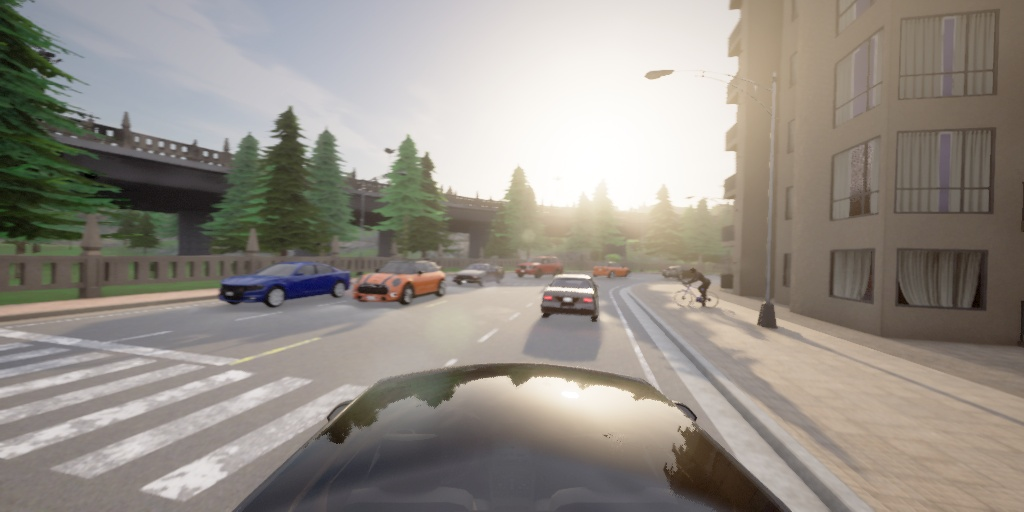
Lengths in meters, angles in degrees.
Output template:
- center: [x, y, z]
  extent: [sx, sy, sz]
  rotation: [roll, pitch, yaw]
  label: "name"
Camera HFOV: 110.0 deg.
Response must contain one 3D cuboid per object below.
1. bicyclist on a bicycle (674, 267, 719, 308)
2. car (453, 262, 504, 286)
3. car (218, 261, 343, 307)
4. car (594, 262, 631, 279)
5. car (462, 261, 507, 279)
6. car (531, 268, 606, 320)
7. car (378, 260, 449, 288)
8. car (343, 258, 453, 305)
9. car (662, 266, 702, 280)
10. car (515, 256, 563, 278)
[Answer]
- center: [7.429, 1.273, 14.429]
  extent: [1.656, 1.620, 0.582]
  rotation: [2, 0, 13]
  label: "bicyclist on a bicycle"
- center: [-2.110, 1.213, 24.450]
  extent: [2.033, 1.411, 5.357]
  rotation: [2, 0, 18]
  label: "car"
- center: [-8.452, 0.954, 13.897]
  extent: [1.882, 1.535, 5.008]
  rotation: [2, 0, 13]
  label: "car"
- center: [10.332, 1.394, 36.931]
  extent: [4.553, 1.767, 2.097]
  rotation: [2, 0, -43]
  label: "car"
- center: [-2.419, 1.212, 32.208]
  extent: [1.994, 1.385, 4.181]
  rotation: [2, 0, 29]
  label: "car"
- center: [2.212, 1.358, 13.064]
  extent: [2.033, 1.411, 5.357]
  rotation: [2, 0, 13]
  label: "car"
- center: [-6.113, 1.033, 22.990]
  extent: [2.128, 1.511, 4.902]
  rotation: [2, 0, 16]
  label: "car"
- center: [-4.546, 0.950, 15.153]
  extent: [2.097, 1.767, 4.553]
  rotation: [2, 0, 14]
  label: "car"
- center: [18.136, 1.777, 38.024]
  extent: [4.902, 1.511, 2.128]
  rotation: [2, 0, -28]
  label: "car"
- center: [2.598, 1.025, 33.773]
  extent: [2.150, 2.045, 5.566]
  rotation: [2, 0, 36]
  label: "car"
